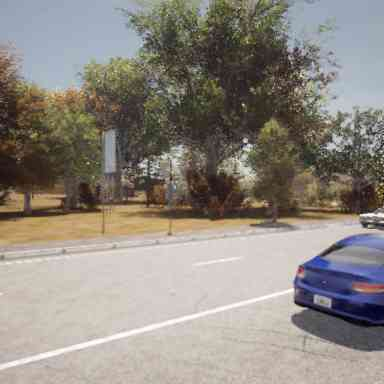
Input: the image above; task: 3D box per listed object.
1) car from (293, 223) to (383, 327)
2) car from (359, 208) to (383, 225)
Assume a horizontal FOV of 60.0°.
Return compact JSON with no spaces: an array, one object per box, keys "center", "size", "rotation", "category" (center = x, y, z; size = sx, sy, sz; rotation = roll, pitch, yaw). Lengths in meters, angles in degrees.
[{"center":[3.916,1.548,6.541],"size":[4.674,1.442,1.812],"rotation":[0,0,-36],"category":"car"},{"center":[12.957,1.677,21.833],"size":[4.718,1.301,1.895],"rotation":[0,0,-35],"category":"car"}]
